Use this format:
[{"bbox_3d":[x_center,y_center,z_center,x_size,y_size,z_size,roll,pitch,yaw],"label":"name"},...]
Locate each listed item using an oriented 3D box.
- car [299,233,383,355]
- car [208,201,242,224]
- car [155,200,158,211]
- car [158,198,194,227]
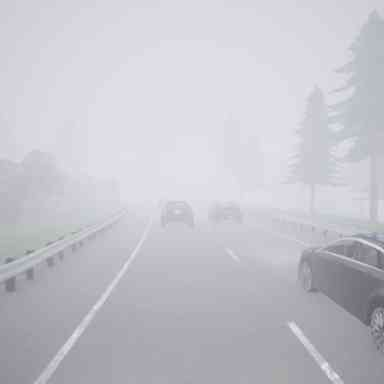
[{"bbox_3d":[3.448,1.473,5.892,2.128,1.511,4.902,0,0,-1],"label":"car"},{"bbox_3d":[2.290,1.437,24.137,2.128,1.511,4.902,0,0,-5],"label":"car"},{"bbox_3d":[-3.401,1.412,40.327,2.128,1.511,4.902,0,0,-10],"label":"car"},{"bbox_3d":[-1.091,1.306,22.671,2.097,1.767,4.553,0,0,-5],"label":"car"}]
